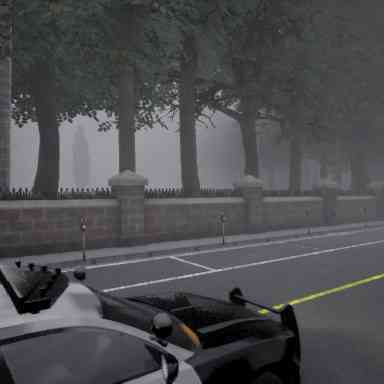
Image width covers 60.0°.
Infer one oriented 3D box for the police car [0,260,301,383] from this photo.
[{"bbox_3d":[-1.149,1.425,2.614,5.238,1.638,1.930,0,0,-35],"label":"police car"}]
